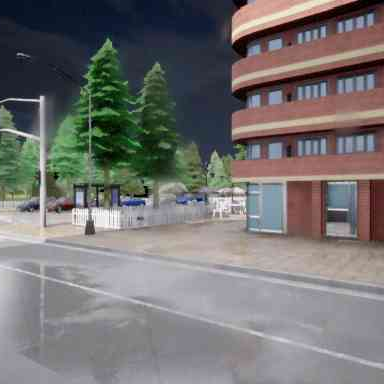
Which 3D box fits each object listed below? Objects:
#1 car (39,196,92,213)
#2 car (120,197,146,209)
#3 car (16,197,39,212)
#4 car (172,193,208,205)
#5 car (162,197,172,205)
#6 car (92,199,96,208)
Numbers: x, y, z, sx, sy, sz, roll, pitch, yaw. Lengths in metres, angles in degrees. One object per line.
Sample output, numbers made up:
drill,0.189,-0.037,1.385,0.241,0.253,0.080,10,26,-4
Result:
car,-13.660,1.296,36.129,2.097,1.767,4.553,0,0,36
car,-8.250,1.422,43.572,1.882,1.535,5.008,0,0,37
car,-17.144,1.296,37.267,2.097,1.767,4.553,0,0,35
car,0.122,1.163,53.263,5.566,2.045,2.150,-1,0,-42
car,-2.931,1.449,55.132,4.892,1.490,1.837,0,0,-42
car,-12.108,1.508,44.237,1.994,1.385,4.181,0,0,35
